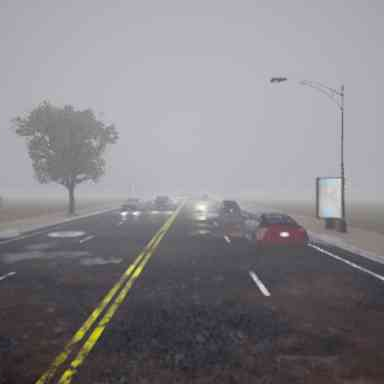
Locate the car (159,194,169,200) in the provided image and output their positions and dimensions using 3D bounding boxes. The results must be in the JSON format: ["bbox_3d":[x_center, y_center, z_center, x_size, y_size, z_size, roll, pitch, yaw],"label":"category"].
[{"bbox_3d":[-6.491,1.122,77.796,1.812,1.442,4.674,0,0,0],"label":"car"}]

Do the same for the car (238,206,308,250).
[{"bbox_3d":[3.353,1.501,14.060,1.994,1.385,4.181,0,0,0],"label":"car"}]

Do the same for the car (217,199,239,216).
[{"bbox_3d":[3.341,1.387,30.503,1.812,1.442,4.674,0,0,0],"label":"car"}]

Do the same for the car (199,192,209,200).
[{"bbox_3d":[3.260,1.129,83.169,1.812,1.442,4.674,0,0,0],"label":"car"}]

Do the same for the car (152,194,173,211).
[{"bbox_3d":[-3.335,1.178,37.800,2.097,1.767,4.553,0,0,0],"label":"car"}]

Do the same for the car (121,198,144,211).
[{"bbox_3d":[-6.591,1.376,37.278,2.033,1.411,5.357,0,0,0],"label":"car"}]
